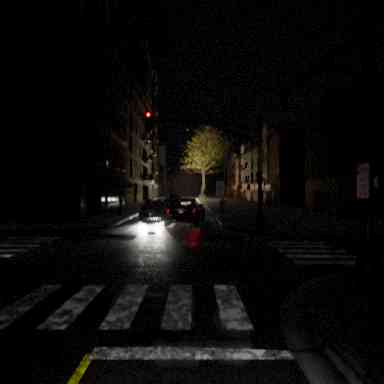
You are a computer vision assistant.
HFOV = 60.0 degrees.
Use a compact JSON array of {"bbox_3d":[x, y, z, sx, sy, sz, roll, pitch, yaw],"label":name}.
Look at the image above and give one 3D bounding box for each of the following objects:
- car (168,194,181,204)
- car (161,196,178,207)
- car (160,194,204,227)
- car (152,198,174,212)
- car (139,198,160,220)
[{"bbox_3d":[-2.877,1.075,54.461,1.837,1.490,4.892,0,0,0],"label":"car"},{"bbox_3d":[-2.918,1.213,44.138,1.994,1.385,4.181,0,0,0],"label":"car"},{"bbox_3d":[-0.395,1.181,21.511,2.097,1.767,4.553,0,0,7],"label":"car"},{"bbox_3d":[-2.929,1.321,34.952,1.895,1.301,4.718,0,0,0],"label":"car"},{"bbox_3d":[-2.905,1.286,25.741,2.128,1.511,4.902,0,0,0],"label":"car"}]
